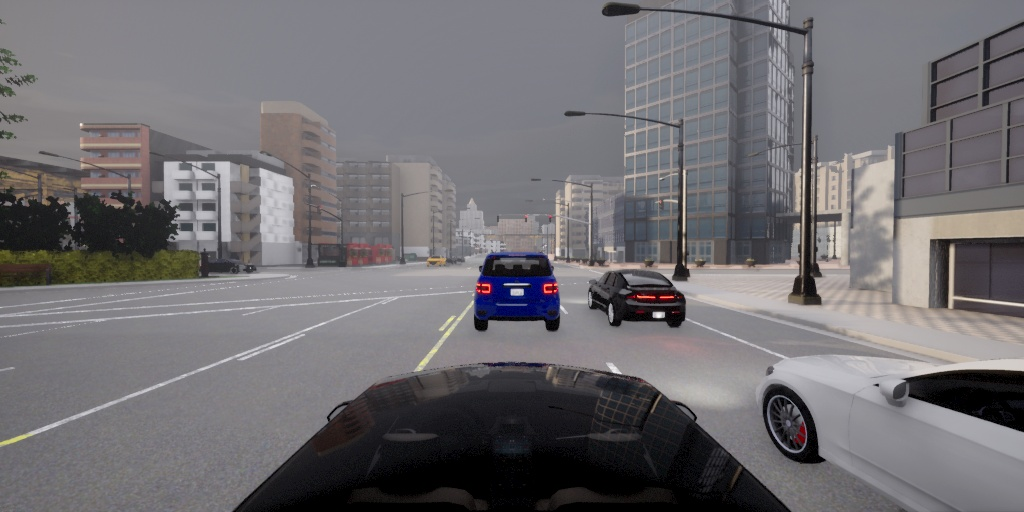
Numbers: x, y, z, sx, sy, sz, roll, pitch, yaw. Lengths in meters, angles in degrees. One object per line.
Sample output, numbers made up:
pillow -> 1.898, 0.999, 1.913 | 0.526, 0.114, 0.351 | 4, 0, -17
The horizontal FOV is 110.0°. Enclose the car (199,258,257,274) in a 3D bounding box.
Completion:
car -> -25.497, 0.906, 32.246 | 4.181, 1.385, 1.994 | 0, 1, 1

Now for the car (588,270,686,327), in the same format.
car -> 3.646, 1.166, 11.210 | 1.837, 1.490, 4.892 | 0, 1, 1

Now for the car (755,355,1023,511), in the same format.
car -> 3.599, 1.274, 1.996 | 1.812, 1.442, 4.674 | 0, 0, 0

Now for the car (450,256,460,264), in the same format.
car -> -10.299, 0.704, 58.874 | 1.895, 1.301, 4.718 | 0, 0, 1

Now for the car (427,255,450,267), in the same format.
car -> -10.348, 0.630, 49.441 | 1.882, 1.535, 5.008 | 0, 0, 1

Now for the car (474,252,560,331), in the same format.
car -> 0.134, 0.885, 10.846 | 2.150, 2.045, 5.566 | 0, 1, 0
